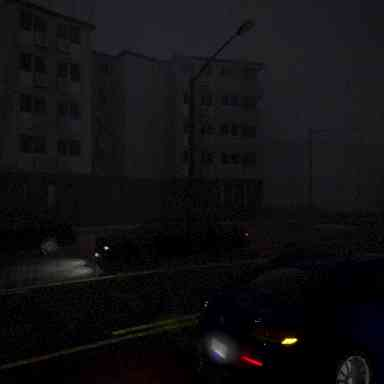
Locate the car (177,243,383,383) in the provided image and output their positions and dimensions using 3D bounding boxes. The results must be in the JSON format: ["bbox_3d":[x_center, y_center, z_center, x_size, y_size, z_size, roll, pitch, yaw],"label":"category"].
[{"bbox_3d":[2.320,1.525,4.718,4.674,1.442,1.812,0,0,-28],"label":"car"}]

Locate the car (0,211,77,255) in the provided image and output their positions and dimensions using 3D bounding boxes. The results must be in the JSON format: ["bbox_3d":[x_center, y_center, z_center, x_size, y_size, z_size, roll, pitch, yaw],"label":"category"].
[{"bbox_3d":[-6.758,1.477,11.822,5.008,1.535,1.882,0,0,-31],"label":"car"}]

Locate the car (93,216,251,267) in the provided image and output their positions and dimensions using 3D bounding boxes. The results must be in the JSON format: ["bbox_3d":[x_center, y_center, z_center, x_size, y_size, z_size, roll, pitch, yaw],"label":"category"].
[{"bbox_3d":[-0.551,1.547,11.448,5.357,1.411,2.033,0,0,-27],"label":"car"}]
